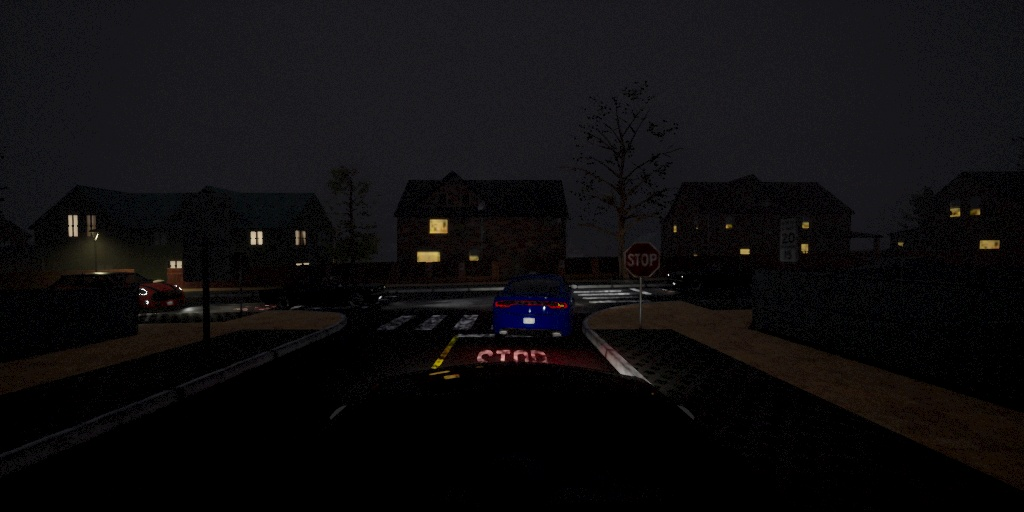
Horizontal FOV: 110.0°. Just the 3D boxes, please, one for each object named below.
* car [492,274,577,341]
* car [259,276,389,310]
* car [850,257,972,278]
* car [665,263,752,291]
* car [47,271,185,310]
[{"bbox_3d":[0.781,1.226,10.061,1.882,1.535,5.008,0,0,10],"label":"car"},{"bbox_3d":[-7.819,1.506,15.264,4.718,1.301,1.895,-1,1,0],"label":"car"},{"bbox_3d":[20.046,0.753,18.243,5.357,1.411,2.033,-1,1,0],"label":"car"},{"bbox_3d":[10.401,1.034,18.202,4.718,1.301,1.895,-1,1,-1],"label":"car"},{"bbox_3d":[-16.807,1.471,15.251,4.553,1.767,2.097,-1,1,0],"label":"car"}]
